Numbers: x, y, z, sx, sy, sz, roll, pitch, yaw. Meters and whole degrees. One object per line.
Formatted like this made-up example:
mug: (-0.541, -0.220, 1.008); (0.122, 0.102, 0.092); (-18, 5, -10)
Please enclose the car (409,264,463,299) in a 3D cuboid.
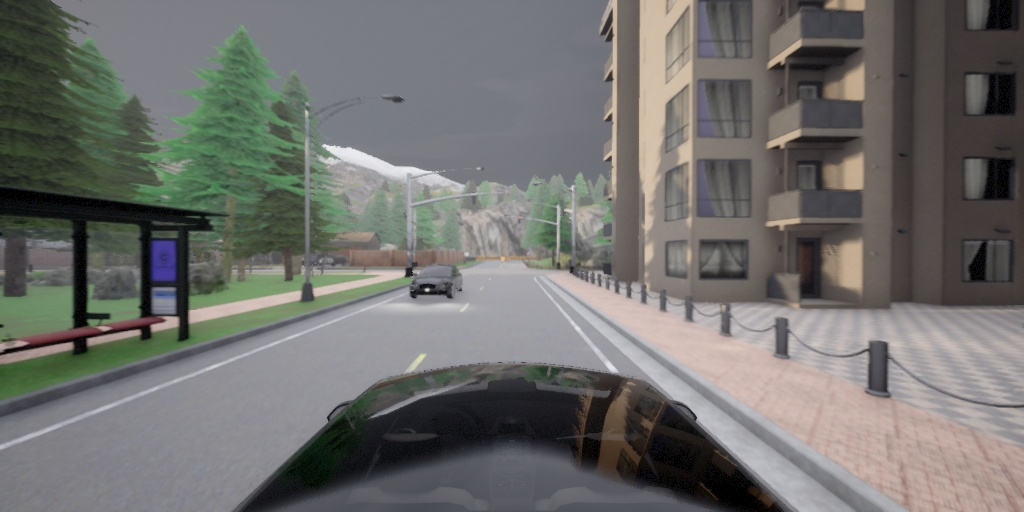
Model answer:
car: (-3.485, 1.142, 17.207); (1.837, 1.490, 4.892); (0, 0, 0)
